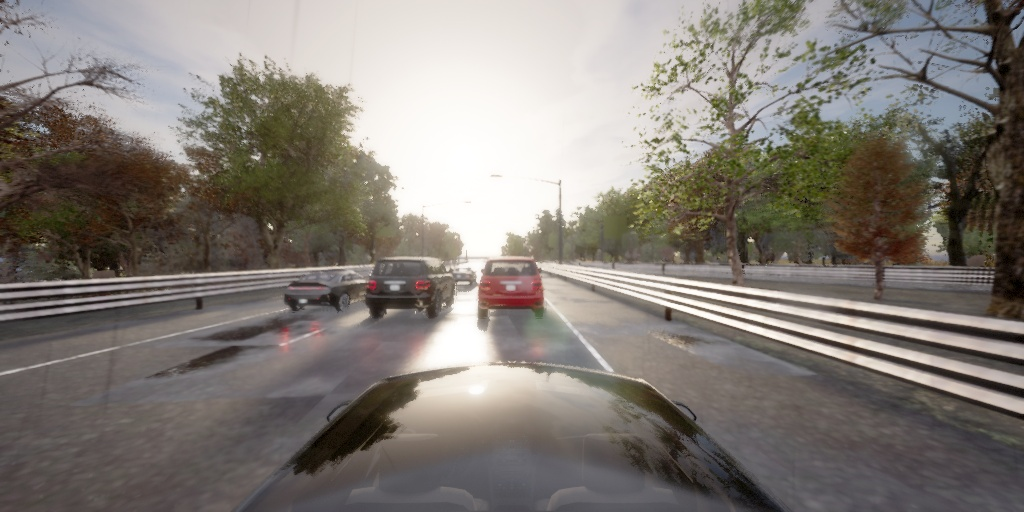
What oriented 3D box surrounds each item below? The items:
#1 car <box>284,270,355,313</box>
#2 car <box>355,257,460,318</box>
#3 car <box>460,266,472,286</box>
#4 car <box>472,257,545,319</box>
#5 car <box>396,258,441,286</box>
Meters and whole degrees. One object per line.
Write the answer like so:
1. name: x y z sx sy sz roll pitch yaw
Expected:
1. car: -7.028 1.325 14.491 2.128 1.511 4.902 0 0 0
2. car: -3.528 1.049 13.466 2.150 2.045 5.566 0 0 0
3. car: -3.721 1.469 27.399 2.033 1.411 5.357 0 0 -1
4. car: -0.028 1.047 13.359 2.150 2.045 5.566 0 0 0
5. car: -7.233 1.152 28.356 2.150 2.045 5.566 0 0 -1
